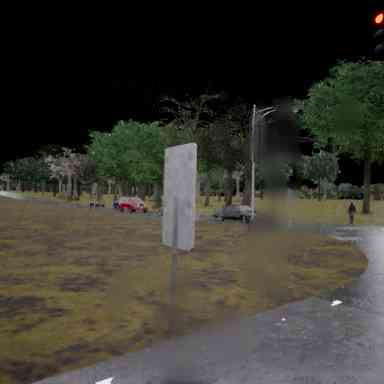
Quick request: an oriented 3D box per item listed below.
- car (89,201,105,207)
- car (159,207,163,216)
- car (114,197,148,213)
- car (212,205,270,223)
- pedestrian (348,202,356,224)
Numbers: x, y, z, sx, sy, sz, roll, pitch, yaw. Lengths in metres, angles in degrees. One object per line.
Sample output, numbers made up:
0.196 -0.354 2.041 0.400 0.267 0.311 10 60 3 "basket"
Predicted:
-18.887 2.344 65.922 1.895 1.301 4.718 3 -2 -35 "car"
-1.848 1.926 35.896 1.994 1.385 4.181 3 -2 -37 "car"
-7.936 1.679 44.424 2.150 2.045 5.566 3 -2 -35 "car"
3.963 1.791 27.840 2.033 1.411 5.357 3 -2 -36 "car"
13.354 1.715 27.812 0.375 1.860 0.375 2 -1 -36 "pedestrian"
